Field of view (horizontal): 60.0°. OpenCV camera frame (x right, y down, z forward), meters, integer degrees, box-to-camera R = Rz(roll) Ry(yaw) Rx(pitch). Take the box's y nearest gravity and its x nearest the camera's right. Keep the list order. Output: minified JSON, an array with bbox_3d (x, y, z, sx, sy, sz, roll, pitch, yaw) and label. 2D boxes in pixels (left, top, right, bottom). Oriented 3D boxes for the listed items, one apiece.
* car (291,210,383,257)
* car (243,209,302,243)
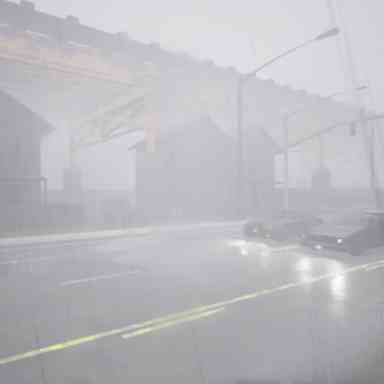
[{"bbox_3d":[6.496,1.480,12.860,5.357,1.411,2.033,0,0,-35],"label":"car"},{"bbox_3d":[4.409,1.497,15.671,4.181,1.385,1.994,0,0,-35],"label":"car"}]
